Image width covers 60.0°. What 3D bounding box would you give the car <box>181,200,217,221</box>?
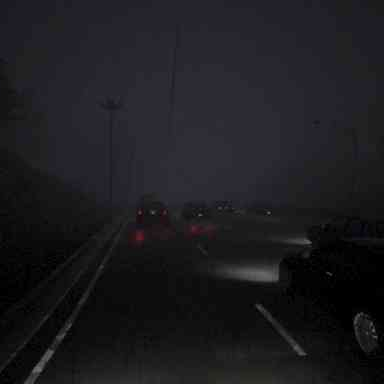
[{"bbox_3d":[0.244,1.481,26.755,2.128,1.511,4.902,0,0,-8],"label":"car"}]

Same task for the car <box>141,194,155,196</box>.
[{"bbox_3d":[-5.470,1.232,41.163,2.150,2.045,5.566,0,0,-9],"label":"car"}]

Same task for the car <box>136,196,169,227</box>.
[{"bbox_3d":[-2.796,1.355,23.289,2.097,1.767,4.553,0,0,-8],"label":"car"}]

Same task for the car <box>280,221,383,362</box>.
[{"bbox_3d":[3.085,1.509,5.800,1.812,1.442,4.674,0,0,-5],"label":"car"}]

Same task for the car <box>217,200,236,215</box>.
[{"bbox_3d":[2.849,1.522,33.150,2.033,1.411,5.357,0,0,-8],"label":"car"}]

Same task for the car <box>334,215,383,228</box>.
[{"bbox_3d":[5.969,1.515,11.569,2.033,1.411,5.357,0,0,-8],"label":"car"}]

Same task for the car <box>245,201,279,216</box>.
[{"bbox_3d":[6.562,1.558,31.956,1.895,1.301,4.718,0,0,-8],"label":"car"}]
